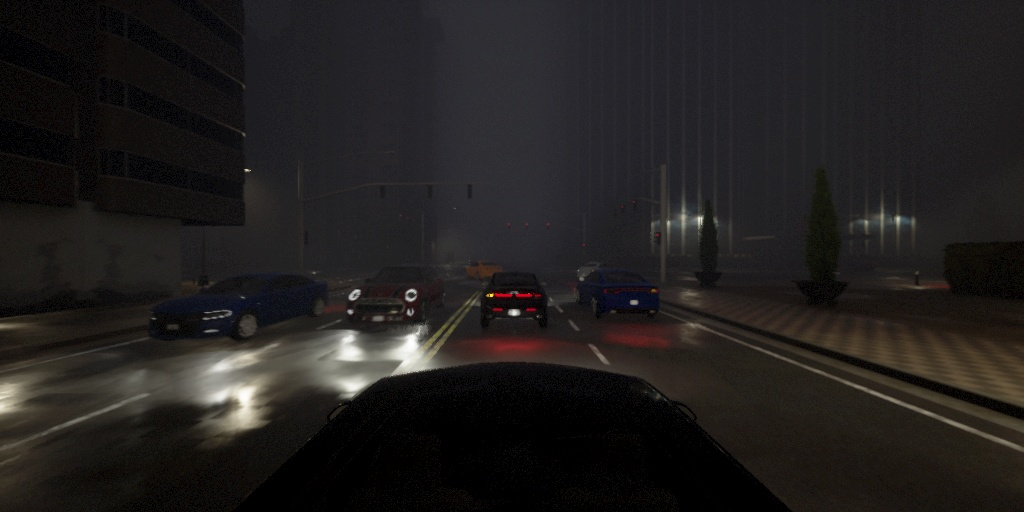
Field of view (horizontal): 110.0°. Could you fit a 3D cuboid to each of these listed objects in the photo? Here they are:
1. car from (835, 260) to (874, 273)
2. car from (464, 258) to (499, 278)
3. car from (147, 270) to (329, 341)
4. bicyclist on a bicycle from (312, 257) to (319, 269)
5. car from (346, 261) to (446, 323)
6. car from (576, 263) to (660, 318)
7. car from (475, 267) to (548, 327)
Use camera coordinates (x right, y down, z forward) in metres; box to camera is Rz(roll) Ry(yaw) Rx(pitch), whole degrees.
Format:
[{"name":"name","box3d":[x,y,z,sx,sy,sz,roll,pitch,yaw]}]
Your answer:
[{"name":"car","box3d":[39.193,1.189,41.574,4.181,1.385,1.994,0,0,0]},{"name":"car","box3d":[-2.415,1.139,29.326,1.882,1.535,5.008,0,0,-24]},{"name":"car","box3d":[-7.077,1.201,9.985,1.882,1.535,5.008,0,0,0]},{"name":"bicyclist on a bicycle","box3d":[-26.422,0.900,48.221,0.582,1.620,1.656,0,0,-1]},{"name":"car","box3d":[-3.569,1.068,11.831,2.097,1.767,4.553,0,0,0]},{"name":"car","box3d":[3.567,1.192,12.894,1.882,1.535,5.008,0,0,0]},{"name":"car","box3d":[0.062,1.219,11.356,1.837,1.490,4.892,0,-1,0]}]
